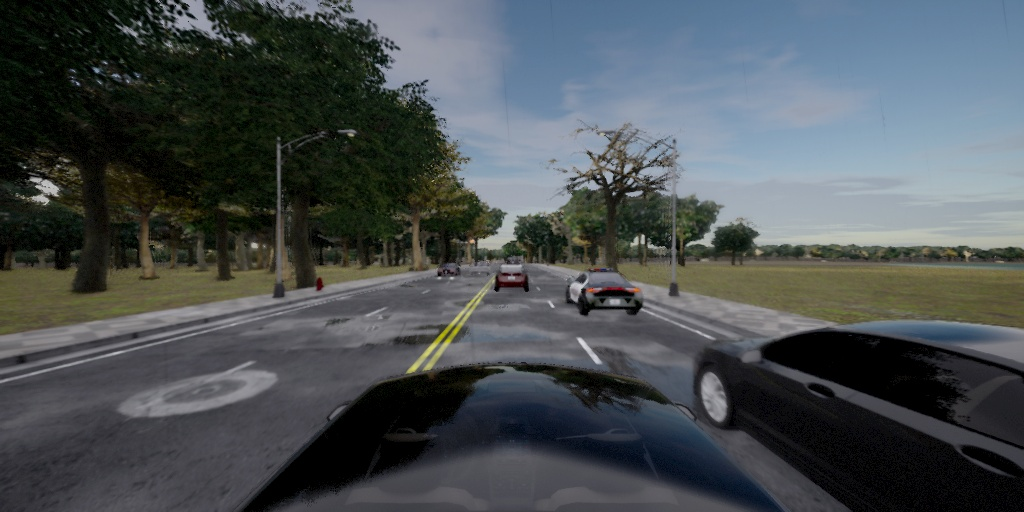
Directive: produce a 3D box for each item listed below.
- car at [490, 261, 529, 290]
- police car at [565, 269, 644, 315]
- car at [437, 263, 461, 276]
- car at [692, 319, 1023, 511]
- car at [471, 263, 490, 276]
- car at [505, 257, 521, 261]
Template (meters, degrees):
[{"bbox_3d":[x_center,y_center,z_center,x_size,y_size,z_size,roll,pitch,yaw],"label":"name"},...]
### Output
[{"bbox_3d":[-0.019,1.283,22.540,2.163,1.488,4.792,0,0,0],"label":"car"},{"bbox_3d":[3.251,1.266,13.730,2.038,1.542,4.974,0,0,0],"label":"police car"},{"bbox_3d":[-6.508,1.397,37.534,1.994,1.385,4.181,0,0,0],"label":"car"},{"bbox_3d":[3.250,1.254,2.728,1.837,1.490,4.892,0,0,0],"label":"car"},{"bbox_3d":[-3.248,1.348,38.031,1.895,1.301,4.718,0,0,0],"label":"car"},{"bbox_3d":[0.104,1.125,52.985,2.150,2.045,5.566,0,0,0],"label":"car"}]
